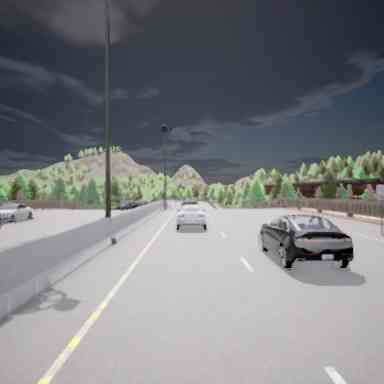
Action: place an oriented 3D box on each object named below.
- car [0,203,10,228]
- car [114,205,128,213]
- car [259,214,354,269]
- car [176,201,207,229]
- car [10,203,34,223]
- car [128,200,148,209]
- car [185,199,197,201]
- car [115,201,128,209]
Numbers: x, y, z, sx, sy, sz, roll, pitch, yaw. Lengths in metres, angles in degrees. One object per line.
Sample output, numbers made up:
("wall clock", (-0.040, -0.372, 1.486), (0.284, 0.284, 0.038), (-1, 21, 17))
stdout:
("car", (-10.689, 1.281, 14.592), (2.150, 2.045, 5.566), (0, 0, 0))
("car", (-14.481, 3.419, 68.248), (1.994, 1.385, 4.181), (0, -6, 0))
("car", (3.525, 1.487, 11.083), (2.128, 1.511, 4.902), (0, 0, 0))
("car", (-0.042, 1.546, 21.634), (1.812, 1.442, 4.674), (0, 0, 0))
("car", (-14.266, 1.611, 26.359), (1.812, 1.442, 4.674), (0, 0, -1))
("car", (-7.410, 1.841, 48.477), (2.033, 1.411, 5.357), (0, -2, 0))
("car", (-0.175, 1.538, 39.587), (2.128, 1.511, 4.902), (0, 0, 0))
("car", (-10.940, 2.160, 55.137), (2.128, 1.511, 4.902), (0, -4, 0))
